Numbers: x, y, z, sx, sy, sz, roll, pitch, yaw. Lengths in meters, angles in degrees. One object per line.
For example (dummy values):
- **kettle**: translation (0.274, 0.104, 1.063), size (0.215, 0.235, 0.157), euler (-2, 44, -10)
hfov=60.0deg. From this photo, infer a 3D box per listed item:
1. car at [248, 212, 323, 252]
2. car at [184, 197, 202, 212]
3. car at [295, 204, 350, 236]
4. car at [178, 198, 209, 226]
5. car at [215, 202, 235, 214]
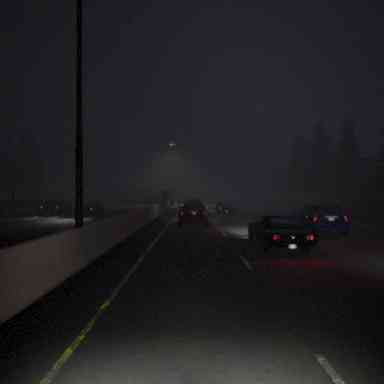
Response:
- **car**: translation (3.614, 1.662, 14.148), size (1.895, 1.301, 4.718), euler (0, 0, 0)
- **car**: translation (0.143, 1.527, 41.216), size (2.097, 1.767, 4.553), euler (0, 0, 0)
- **car**: translation (7.120, 1.434, 19.091), size (2.097, 1.767, 4.553), euler (0, 0, 0)
- **car**: translation (0.126, 1.457, 24.330), size (2.097, 1.767, 4.553), euler (0, 0, 0)
- **car**: translation (3.639, 1.761, 37.327), size (1.895, 1.301, 4.718), euler (0, 0, 0)
